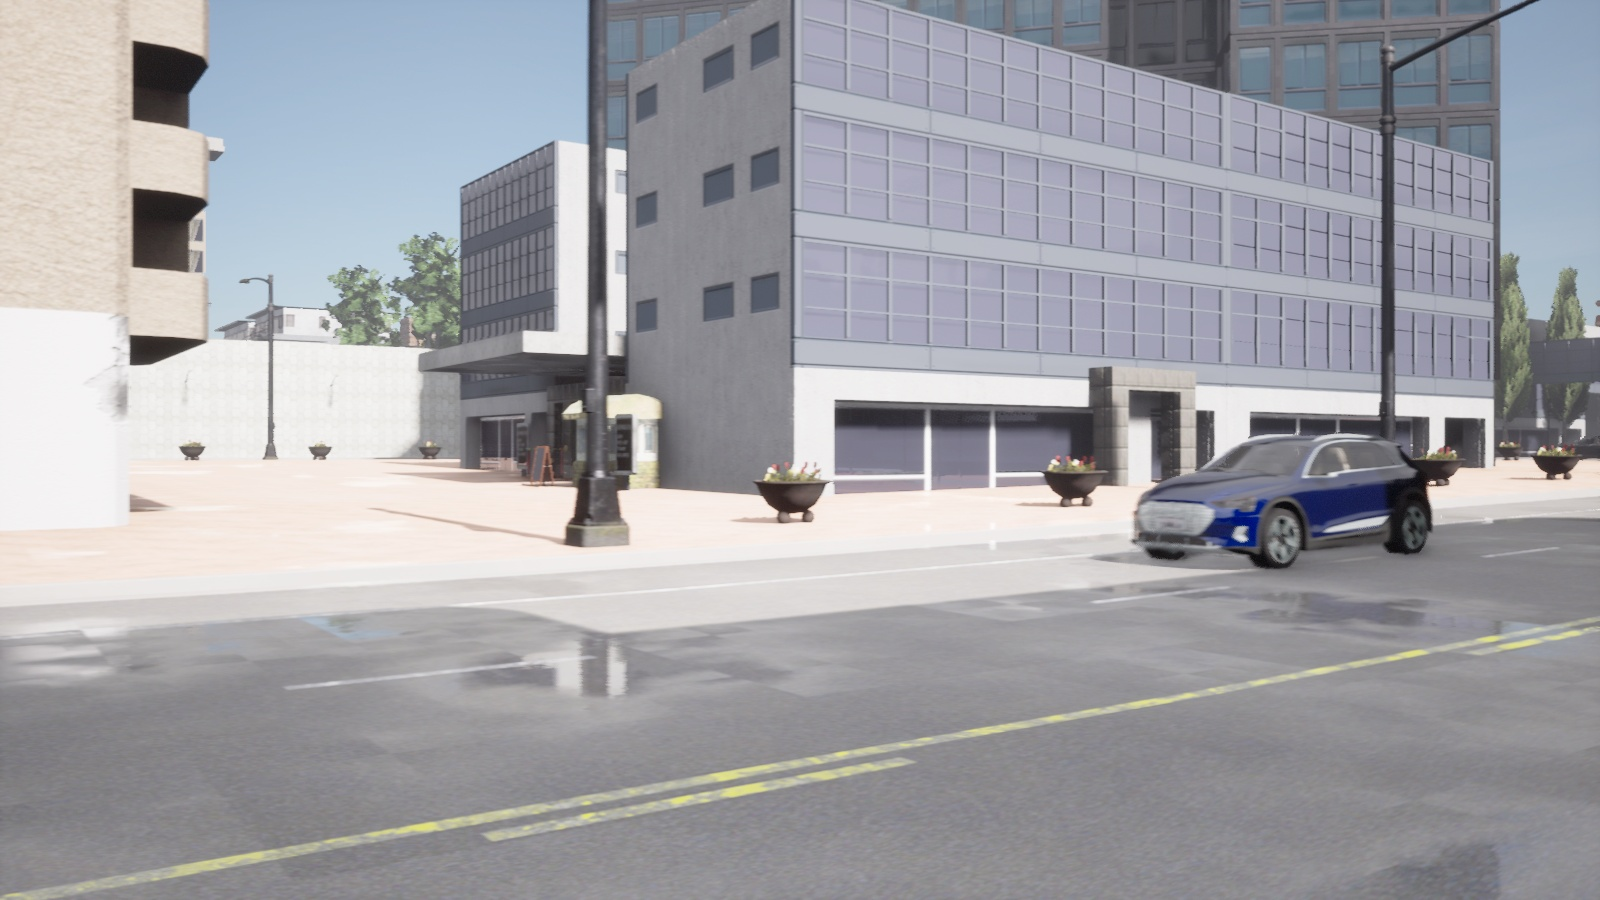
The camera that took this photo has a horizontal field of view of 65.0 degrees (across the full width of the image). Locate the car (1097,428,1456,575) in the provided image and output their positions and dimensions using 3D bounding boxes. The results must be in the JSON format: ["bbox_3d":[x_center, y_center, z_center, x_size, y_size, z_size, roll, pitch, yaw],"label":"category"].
[{"bbox_3d":[6.391,0.573,16.635,4.856,1.649,2.033,-1,1,-35],"label":"car"}]

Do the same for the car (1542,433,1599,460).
[{"bbox_3d":[45.474,-0.205,71.788,1.837,1.490,4.892,0,0,-34],"label":"car"}]
